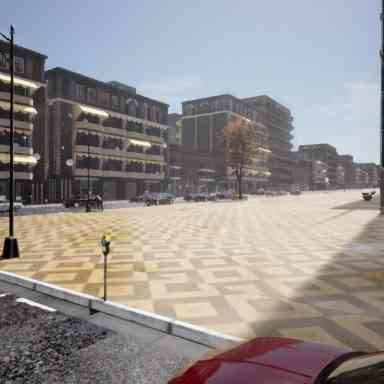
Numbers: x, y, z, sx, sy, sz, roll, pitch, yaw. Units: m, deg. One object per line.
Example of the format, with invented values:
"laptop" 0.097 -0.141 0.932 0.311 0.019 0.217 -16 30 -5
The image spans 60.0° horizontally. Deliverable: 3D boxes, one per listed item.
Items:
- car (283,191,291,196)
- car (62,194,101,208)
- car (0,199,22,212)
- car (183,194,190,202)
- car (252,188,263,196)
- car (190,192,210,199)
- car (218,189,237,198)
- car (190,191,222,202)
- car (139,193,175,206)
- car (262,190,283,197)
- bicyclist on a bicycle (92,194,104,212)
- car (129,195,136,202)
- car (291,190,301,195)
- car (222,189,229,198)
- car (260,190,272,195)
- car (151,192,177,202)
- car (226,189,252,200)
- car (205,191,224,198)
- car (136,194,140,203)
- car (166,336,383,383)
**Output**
"car" 21.244 0.362 79.025 2.008 1.369 4.403 2 2 35
"car" -13.068 1.075 39.677 1.837 1.490 4.892 1 1 35
"car" -18.797 1.330 31.412 1.895 1.301 4.718 1 1 35
"car" 0.760 0.834 54.105 2.033 1.411 5.357 1 1 35
"car" 17.529 -0.026 88.369 2.192 1.841 5.009 2 2 35
"car" 1.671 0.653 65.486 1.947 1.339 4.313 2 2 35
"car" 8.016 0.230 74.636 2.192 1.841 5.009 2 2 35
"car" 2.217 0.879 51.558 2.008 1.369 4.403 2 2 35
"car" -4.125 1.053 42.402 2.008 1.369 4.403 2 2 35
"car" 18.073 0.448 74.448 2.008 1.369 4.403 2 2 35
"bicyclist on a bicycle" -8.694 1.020 30.646 1.656 1.620 0.582 0 1 35
"car" -7.842 0.913 51.752 1.947 1.339 4.313 2 2 35
"car" 27.587 0.081 88.178 1.967 1.590 4.097 2 2 35
"car" 6.619 0.673 62.656 2.033 1.411 5.357 1 1 35
"car" 20.697 0.118 92.953 1.887 1.381 4.507 2 2 35
"car" -4.671 0.811 56.330 2.008 1.369 4.403 2 2 35
"car" 8.657 0.677 60.853 1.752 1.417 4.829 2 2 35
"car" 4.745 0.529 69.923 1.752 1.417 4.829 2 2 35
"car" -5.641 0.854 50.370 2.128 1.511 4.902 1 2 35
"car" 1.756 1.545 1.612 4.507 1.381 1.887 0 0 36
